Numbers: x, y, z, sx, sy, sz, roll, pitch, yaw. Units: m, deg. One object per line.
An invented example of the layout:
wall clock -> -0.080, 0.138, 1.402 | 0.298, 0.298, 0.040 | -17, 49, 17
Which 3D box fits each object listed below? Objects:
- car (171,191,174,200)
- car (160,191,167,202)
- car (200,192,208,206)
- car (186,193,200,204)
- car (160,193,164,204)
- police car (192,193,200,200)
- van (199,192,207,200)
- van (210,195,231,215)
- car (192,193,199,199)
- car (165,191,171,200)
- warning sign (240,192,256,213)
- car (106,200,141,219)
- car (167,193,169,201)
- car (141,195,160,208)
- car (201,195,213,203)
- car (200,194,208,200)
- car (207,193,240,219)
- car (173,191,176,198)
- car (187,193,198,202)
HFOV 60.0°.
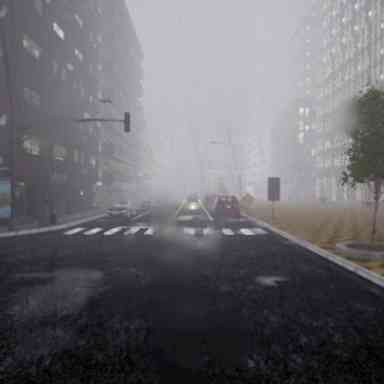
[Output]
car -> -5.688, 1.142, 76.514 | 1.752, 1.417, 4.829 | 0, 0, 0
car -> -5.690, 1.144, 54.577 | 1.967, 1.590, 4.097 | 0, 0, 0
car -> 2.690, 1.072, 49.048 | 2.192, 1.841, 5.009 | 0, 0, 0
car -> 0.107, 1.224, 56.031 | 1.837, 1.490, 4.892 | 0, 0, 0
car -> -5.690, 1.271, 49.049 | 1.887, 1.381, 4.507 | 0, 0, 0
police car -> 0.907, 1.035, 85.317 | 1.930, 1.638, 5.238 | 0, 0, 0
van -> 2.691, 0.968, 82.208 | 1.690, 1.788, 3.998 | 0, 0, 0
van -> 2.690, 1.171, 32.469 | 1.690, 1.788, 3.998 | 0, 0, 0
car -> 0.907, 1.084, 95.207 | 1.837, 1.490, 4.892 | 0, 0, 0
car -> -5.689, 1.099, 65.630 | 1.967, 1.590, 4.097 | 0, 0, 0
warning sign -> 5.077, 0.965, 30.198 | 1.300, 1.860, 1.060 | 0, 1, 0
car -> -5.690, 1.377, 26.944 | 2.008, 1.369, 4.403 | 0, 0, 0
car -> -5.689, 1.263, 60.104 | 1.802, 1.307, 4.206 | 0, 0, 0
car -> -5.690, 1.301, 43.524 | 2.008, 1.369, 4.403 | 0, 0, 0
car -> 2.691, 1.256, 60.104 | 1.887, 1.381, 4.507 | 0, 0, 0
car -> 2.692, 1.172, 76.853 | 1.752, 1.417, 4.829 | 0, 0, 0
car -> 2.690, 1.172, 26.943 | 2.192, 1.841, 5.009 | 0, 0, 0
car -> -5.688, 1.141, 82.209 | 1.887, 1.381, 4.507 | 0, 0, 0
car -> 0.006, 1.030, 66.106 | 2.097, 1.767, 4.553 | 0, 0, 0
